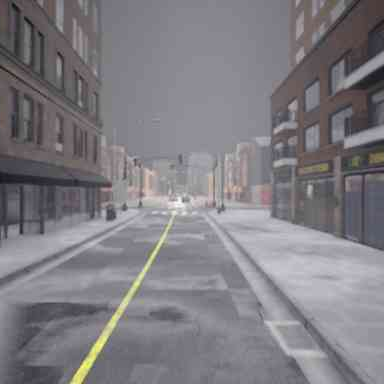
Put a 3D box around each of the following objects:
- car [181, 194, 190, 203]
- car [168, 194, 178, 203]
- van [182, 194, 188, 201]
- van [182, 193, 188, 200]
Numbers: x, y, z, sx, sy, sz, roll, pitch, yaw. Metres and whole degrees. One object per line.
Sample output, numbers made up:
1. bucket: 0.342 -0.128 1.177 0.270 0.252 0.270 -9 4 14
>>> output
1. car: -1.302 1.524 67.629 1.947 1.339 4.313 0 0 -2
2. car: -4.024 1.309 70.609 2.097 1.767 4.553 0 0 -2
3. van: -1.794 1.292 84.438 1.690 1.788 3.998 0 0 -2
4. van: -1.957 1.291 90.042 1.690 1.788 3.998 0 0 -2
